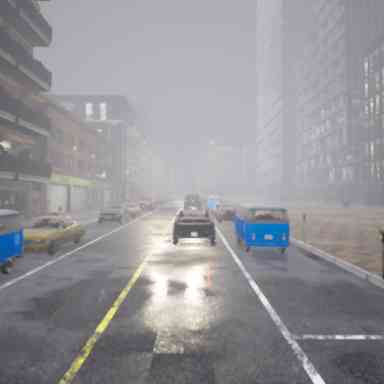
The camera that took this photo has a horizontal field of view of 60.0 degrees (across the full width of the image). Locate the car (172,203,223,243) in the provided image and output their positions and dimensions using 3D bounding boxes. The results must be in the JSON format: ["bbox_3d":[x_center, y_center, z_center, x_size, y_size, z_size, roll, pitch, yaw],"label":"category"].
[{"bbox_3d":[0.092,1.504,15.936,2.128,1.511,4.902,0,0,0],"label":"car"}]

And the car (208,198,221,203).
[{"bbox_3d":[2.690,1.546,30.409,1.752,1.417,4.829,1,0,0],"label":"car"}]

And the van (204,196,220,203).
[{"bbox_3d":[2.689,1.371,41.380,1.690,1.788,3.998,1,0,0],"label":"van"}]

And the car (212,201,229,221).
[{"bbox_3d":[2.692,1.599,24.669,1.802,1.307,4.206,1,0,0],"label":"car"}]

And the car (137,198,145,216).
[{"bbox_3d":[-5.690,1.549,30.068,1.752,1.417,4.829,1,0,0],"label":"car"}]

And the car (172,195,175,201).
[{"bbox_3d":[-5.709,1.614,80.365,1.887,1.381,4.507,1,0,0],"label":"car"}]

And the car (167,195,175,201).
[{"bbox_3d":[-5.712,1.521,91.505,1.967,1.590,4.097,1,0,0],"label":"car"}]

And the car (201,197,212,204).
[{"bbox_3d":[2.677,1.595,63.658,1.887,1.381,4.507,1,0,0],"label":"car"}]

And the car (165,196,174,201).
[{"bbox_3d":[-5.711,1.641,85.935,1.947,1.339,4.313,1,0,0],"label":"car"}]

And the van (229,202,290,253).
[{"bbox_3d":[2.700,1.350,13.532,1.690,1.788,3.998,1,0,0],"label":"van"}]

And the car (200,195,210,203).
[{"bbox_3d":[2.677,1.496,69.228,1.967,1.590,4.097,1,0,0],"label":"car"}]

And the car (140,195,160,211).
[{"bbox_3d":[-5.691,1.347,41.377,2.192,1.841,5.009,1,0,0],"label":"car"}]

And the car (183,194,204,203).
[{"bbox_3d":[0.084,1.253,43.097,2.150,2.045,5.566,0,0,0],"label":"car"}]

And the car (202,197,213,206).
[{"bbox_3d":[2.679,1.570,58.258,1.752,1.417,4.829,1,0,0],"label":"car"}]

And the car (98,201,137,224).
[{"bbox_3d":[-5.688,1.570,24.667,2.008,1.369,4.403,1,0,0],"label":"car"}]

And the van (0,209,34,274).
[{"bbox_3d":[-5.679,1.349,7.960,1.690,1.788,3.998,1,0,0],"label":"van"}]

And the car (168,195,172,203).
[{"bbox_3d":[-5.705,1.640,69.226,1.802,1.307,4.206,1,0,0],"label":"car"}]

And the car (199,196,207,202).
[{"bbox_3d":[2.671,1.611,80.367,1.887,1.381,4.507,1,0,0],"label":"car"}]

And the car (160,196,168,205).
[{"bbox_3d":[-5.701,1.592,58.086,1.887,1.381,4.507,1,0,0],"label":"car"}]

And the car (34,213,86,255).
[{"bbox_3d":[-5.683,1.537,13.359,1.752,1.417,4.829,1,0,0],"label":"car"}]
